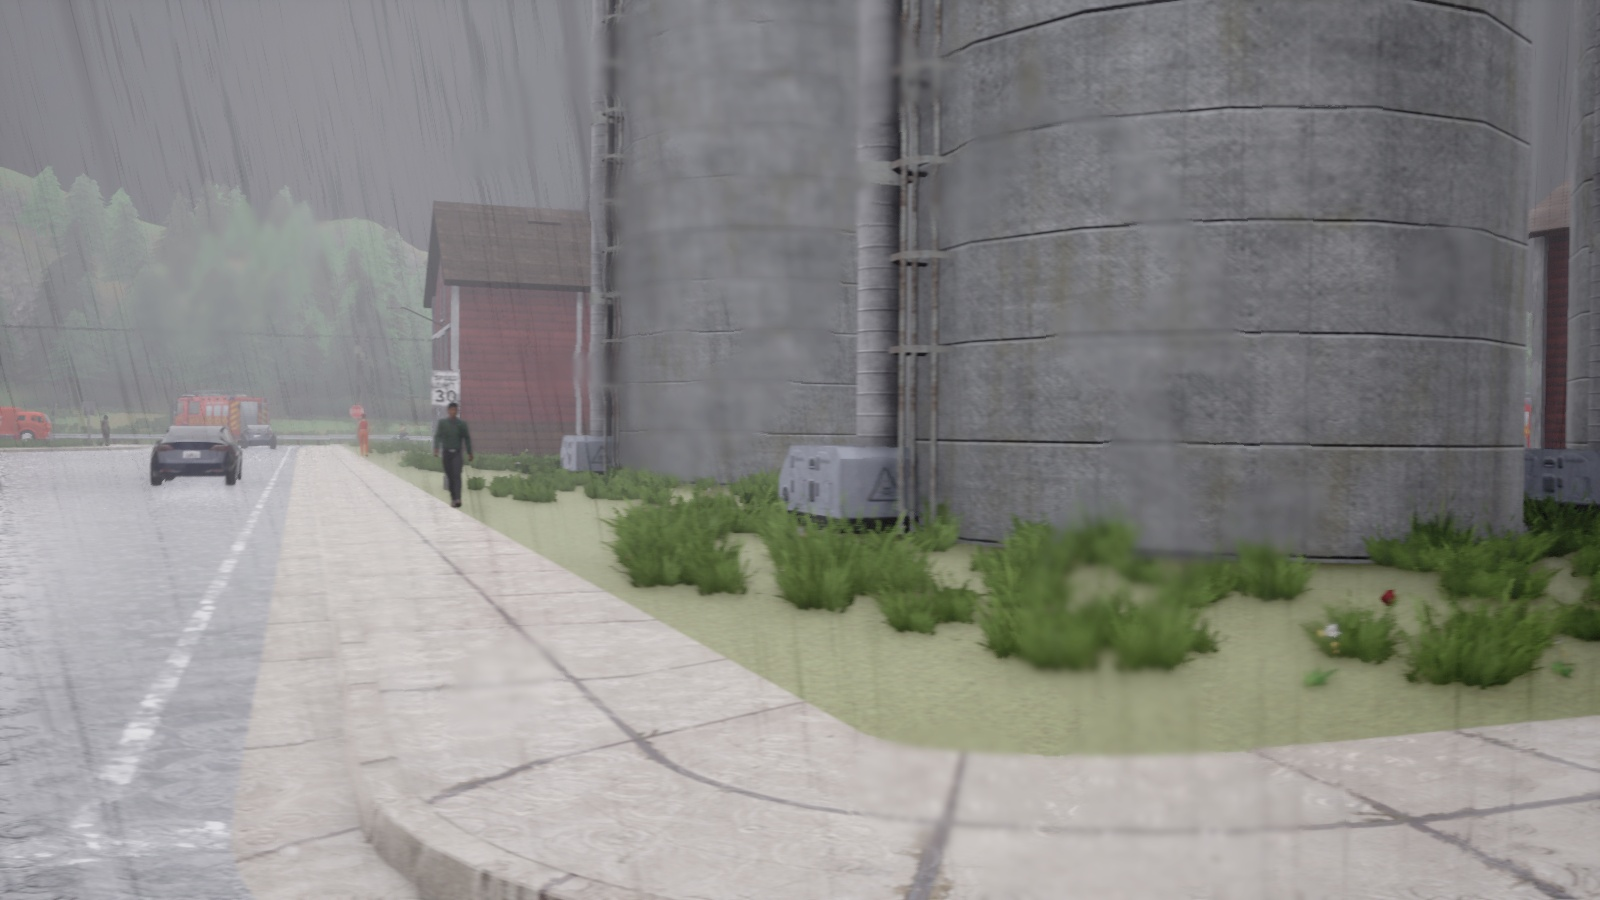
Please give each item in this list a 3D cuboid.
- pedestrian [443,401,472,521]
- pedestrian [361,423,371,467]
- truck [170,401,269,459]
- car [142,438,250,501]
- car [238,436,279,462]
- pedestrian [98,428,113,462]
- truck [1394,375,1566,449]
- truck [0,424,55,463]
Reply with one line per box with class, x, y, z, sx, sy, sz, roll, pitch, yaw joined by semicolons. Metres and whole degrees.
pedestrian;-5.711;0.170;20.938;0.423;1.949;0.788;-1;1;-15
pedestrian;-18.336;-0.216;53.072;0.345;1.836;0.594;-1;1;-23
truck;-40.312;-1.340;87.069;8.468;3.827;2.891;0;1;40
car;-15.585;0.439;32.649;2.163;1.488;4.792;-1;1;-22
car;-33.226;-0.094;77.117;2.163;1.488;4.792;-1;1;-22
pedestrian;-39.692;-0.268;71.735;0.396;1.930;0.692;-1;1;6
truck;37.419;-2.039;69.566;2.891;3.827;8.468;0;1;-22
truck;-51.096;-0.420;80.658;5.204;2.467;2.627;-1;1;-20
